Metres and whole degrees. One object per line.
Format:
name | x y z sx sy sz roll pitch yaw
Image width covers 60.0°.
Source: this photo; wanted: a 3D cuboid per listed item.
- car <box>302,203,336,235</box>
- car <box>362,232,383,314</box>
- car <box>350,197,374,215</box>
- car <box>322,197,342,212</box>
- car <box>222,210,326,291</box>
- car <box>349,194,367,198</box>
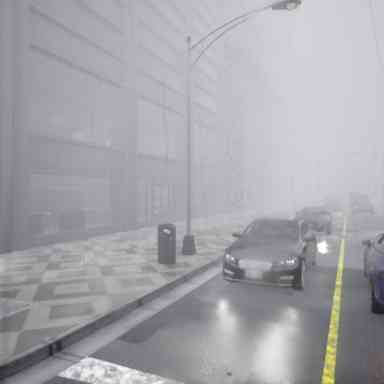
car | 6.881 1.558 18.888 1.994 1.385 4.181 0 0 25
car | 4.707 1.525 6.989 1.812 1.442 4.674 0 0 25
car | 17.507 1.546 34.075 2.033 1.411 5.357 0 0 26
car | 16.428 1.347 38.976 2.097 1.767 4.553 0 0 26
car | 2.358 1.489 9.285 2.128 1.511 4.902 0 0 25
car | 21.925 1.220 43.569 2.150 2.045 5.566 0 0 25
